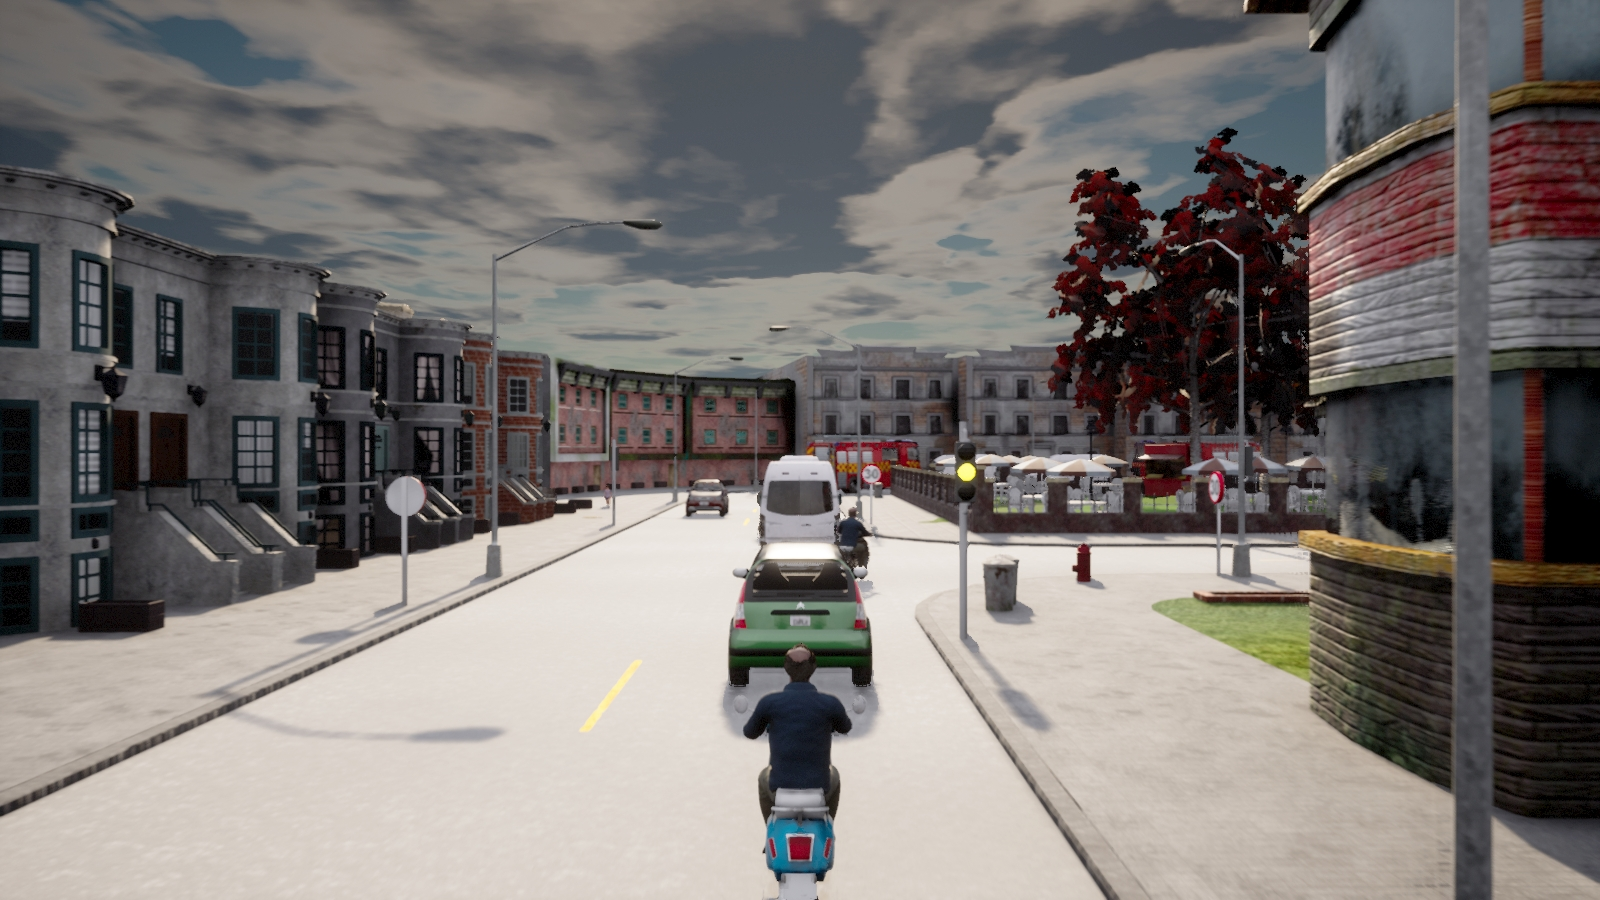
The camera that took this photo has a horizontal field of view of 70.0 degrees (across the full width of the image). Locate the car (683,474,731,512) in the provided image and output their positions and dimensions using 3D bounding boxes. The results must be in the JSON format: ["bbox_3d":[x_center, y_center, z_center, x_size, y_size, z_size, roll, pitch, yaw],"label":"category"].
[{"bbox_3d":[-4.015,1.839,49.741,1.789,1.549,3.705,0,0,0],"label":"car"}]

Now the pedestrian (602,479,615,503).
[{"bbox_3d":[-9.024,1.941,53.830,0.500,1.100,0.500,0,0,3],"label":"pedestrian"}]

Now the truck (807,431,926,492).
[{"bbox_3d":[4.516,0.722,76.299,8.468,3.827,2.891,0,0,-43],"label":"truck"}]

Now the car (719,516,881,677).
[{"bbox_3d":[-0.001,1.790,15.076,1.851,1.617,3.988,0,0,0],"label":"car"}]

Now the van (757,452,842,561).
[{"bbox_3d":[-0.009,1.335,29.878,1.988,2.561,5.915,0,0,0],"label":"van"}]

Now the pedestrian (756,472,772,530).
[{"bbox_3d":[-1.177,1.654,37.155,0.375,1.860,0.375,0,0,-35],"label":"pedestrian"}]
